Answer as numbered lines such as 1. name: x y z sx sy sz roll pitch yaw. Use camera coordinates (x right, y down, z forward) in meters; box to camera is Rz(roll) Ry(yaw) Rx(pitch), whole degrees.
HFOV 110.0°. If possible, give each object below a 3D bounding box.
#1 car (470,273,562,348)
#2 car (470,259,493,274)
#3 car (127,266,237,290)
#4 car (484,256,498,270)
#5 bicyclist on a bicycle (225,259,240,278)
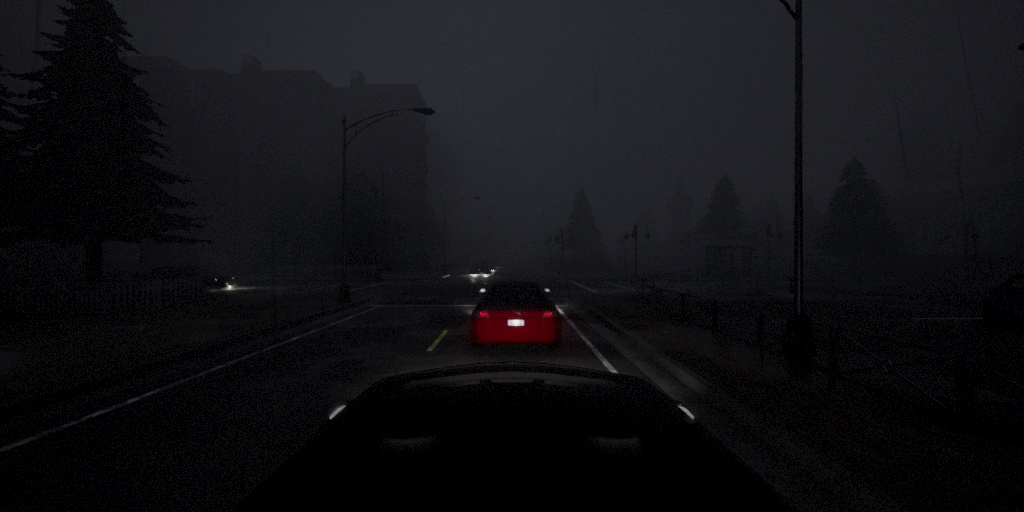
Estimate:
1. car: 0.078 1.314 9.219 1.994 1.385 4.181 0 0 0
2. car: -3.577 1.312 40.914 1.994 1.385 4.181 0 0 0
3. car: -20.192 1.312 22.036 5.357 1.411 2.033 0 0 -1
4. car: -3.566 1.102 52.936 2.097 1.767 4.553 0 0 0
5. bicyclist on a bicycle: -22.963 1.065 29.491 0.582 1.620 1.656 0 0 -1
